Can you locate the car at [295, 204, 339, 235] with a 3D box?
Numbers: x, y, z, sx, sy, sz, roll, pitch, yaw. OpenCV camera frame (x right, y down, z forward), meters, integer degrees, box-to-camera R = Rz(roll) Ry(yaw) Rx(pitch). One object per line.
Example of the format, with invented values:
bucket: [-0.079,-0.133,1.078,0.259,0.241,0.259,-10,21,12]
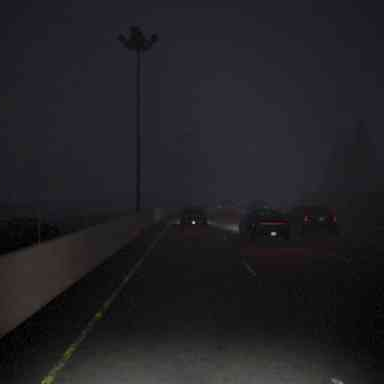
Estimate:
car: [7.033,1.533,20.147,2.097,1.767,4.553,0,-1,0]

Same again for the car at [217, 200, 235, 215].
car: [3.992,1.702,38.829,2.097,1.767,4.553,0,-1,4]

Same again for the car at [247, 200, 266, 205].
car: [7.507,1.701,38.813,2.097,1.767,4.553,0,-1,4]

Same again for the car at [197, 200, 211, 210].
car: [1.624,1.928,48.220,2.128,1.511,4.902,0,0,11]

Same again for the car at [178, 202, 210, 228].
car: [0.109,1.722,23.862,1.837,1.490,4.892,0,0,0]

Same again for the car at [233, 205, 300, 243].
car: [3.606,1.647,17.117,2.128,1.511,4.902,0,0,0]
